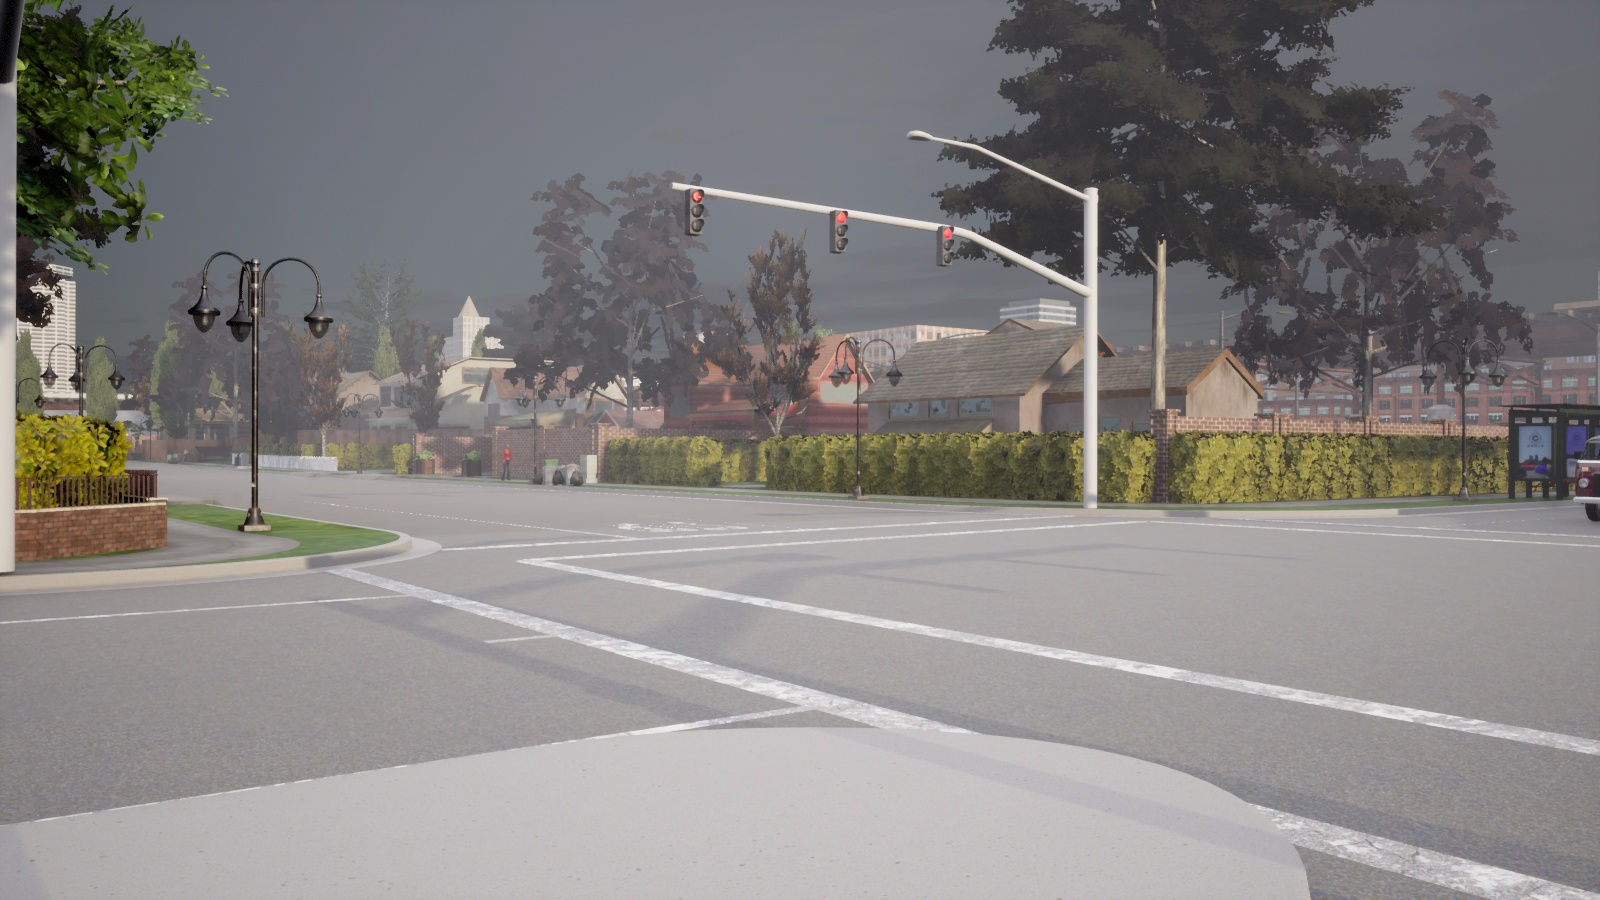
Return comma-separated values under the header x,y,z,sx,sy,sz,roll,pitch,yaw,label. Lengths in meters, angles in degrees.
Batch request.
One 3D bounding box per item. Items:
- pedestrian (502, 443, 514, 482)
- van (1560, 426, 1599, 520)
x,y,z,sx,sy,sz,roll,pitch,yaw,label
-13.868,0.584,59.552,0.331,1.846,0.636,0,0,-36,pedestrian
19.198,0.497,28.227,4.480,2.038,2.069,0,0,-37,van
